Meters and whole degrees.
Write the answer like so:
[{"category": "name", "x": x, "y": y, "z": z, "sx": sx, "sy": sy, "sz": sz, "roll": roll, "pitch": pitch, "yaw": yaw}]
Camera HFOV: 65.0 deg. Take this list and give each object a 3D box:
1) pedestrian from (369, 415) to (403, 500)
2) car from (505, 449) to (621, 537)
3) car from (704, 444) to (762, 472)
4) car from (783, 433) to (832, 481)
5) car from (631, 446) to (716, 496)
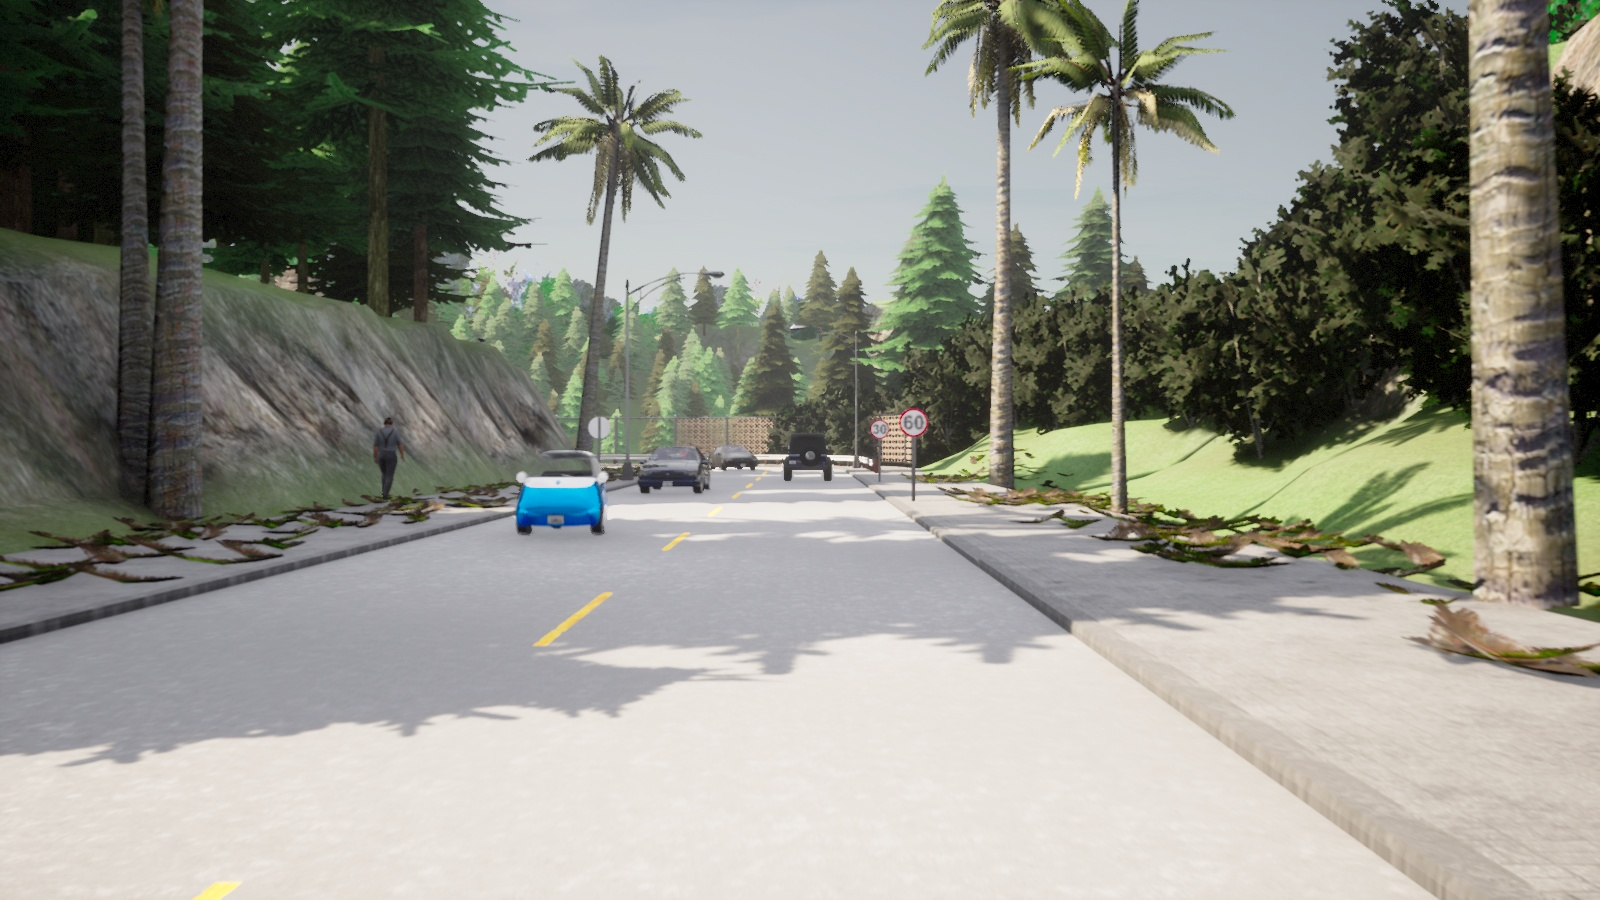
[{"category": "pedestrian", "x": -9.088, "y": 0.159, "z": 27.552, "sx": 0.540, "sy": 1.848, "sz": 0.694, "roll": 0, "pitch": 0, "yaw": -3}, {"category": "car", "x": -3.865, "y": 0.681, "z": 20.729, "sx": 1.481, "sy": 1.376, "sz": 2.207, "roll": 0, "pitch": 0, "yaw": 0}, {"category": "car", "x": -3.702, "y": 0.407, "z": 68.210, "sx": 2.033, "sy": 1.411, "sz": 5.357, "roll": 0, "pitch": 0, "yaw": -15}, {"category": "car", "x": 0.306, "y": 0.258, "z": 50.482, "sx": 1.905, "sy": 1.878, "sz": 3.866, "roll": 0, "pitch": 0, "yaw": 0}, {"category": "car", "x": -3.763, "y": 0.575, "z": 38.262, "sx": 2.033, "sy": 1.411, "sz": 5.357, "roll": 0, "pitch": 0, "yaw": 0}]
